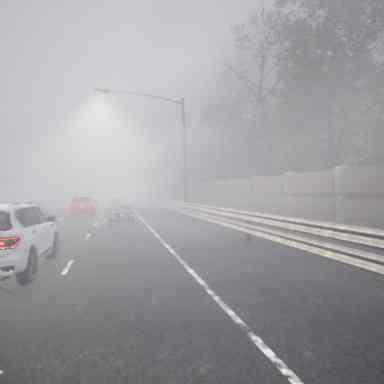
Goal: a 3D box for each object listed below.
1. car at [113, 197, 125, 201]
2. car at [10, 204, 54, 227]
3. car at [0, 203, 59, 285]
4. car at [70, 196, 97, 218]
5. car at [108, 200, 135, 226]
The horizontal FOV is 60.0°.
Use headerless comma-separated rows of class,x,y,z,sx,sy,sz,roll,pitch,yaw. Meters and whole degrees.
car,-9.425,1.482,43.211,2.097,1.767,4.553,-2,0,-13
car,-13.010,1.825,27.406,2.033,1.411,5.357,-2,0,-13
car,-5.438,1.342,9.739,2.150,2.045,5.566,-2,0,-13
car,-10.704,1.414,33.020,2.150,2.045,5.566,-2,0,-13
car,-5.106,1.604,24.147,2.033,1.411,5.357,-2,0,-13
